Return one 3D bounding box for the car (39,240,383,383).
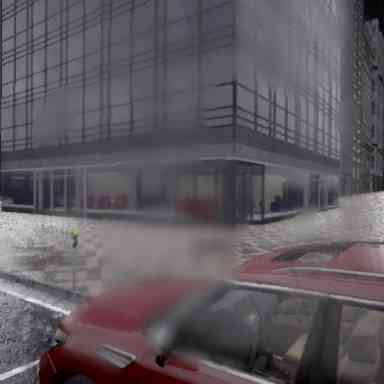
[{"bbox_3d":[1.031,1.313,2.338,5.009,1.841,2.192,0,1,36],"label":"car"}]
